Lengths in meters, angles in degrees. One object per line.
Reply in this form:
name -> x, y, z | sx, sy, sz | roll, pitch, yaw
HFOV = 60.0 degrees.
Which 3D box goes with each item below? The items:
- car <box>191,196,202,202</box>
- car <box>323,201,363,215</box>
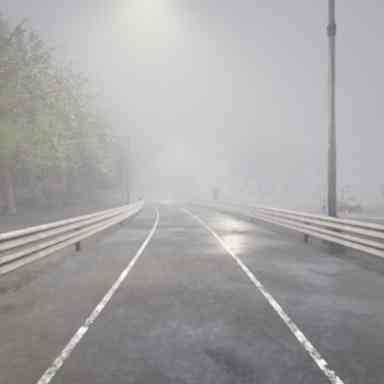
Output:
car -> 0.856, 1.759, 78.639 | 2.097, 1.767, 4.553 | 0, 0, -25
car -> 18.532, 1.897, 41.187 | 1.882, 1.535, 5.008 | 0, 0, -25
